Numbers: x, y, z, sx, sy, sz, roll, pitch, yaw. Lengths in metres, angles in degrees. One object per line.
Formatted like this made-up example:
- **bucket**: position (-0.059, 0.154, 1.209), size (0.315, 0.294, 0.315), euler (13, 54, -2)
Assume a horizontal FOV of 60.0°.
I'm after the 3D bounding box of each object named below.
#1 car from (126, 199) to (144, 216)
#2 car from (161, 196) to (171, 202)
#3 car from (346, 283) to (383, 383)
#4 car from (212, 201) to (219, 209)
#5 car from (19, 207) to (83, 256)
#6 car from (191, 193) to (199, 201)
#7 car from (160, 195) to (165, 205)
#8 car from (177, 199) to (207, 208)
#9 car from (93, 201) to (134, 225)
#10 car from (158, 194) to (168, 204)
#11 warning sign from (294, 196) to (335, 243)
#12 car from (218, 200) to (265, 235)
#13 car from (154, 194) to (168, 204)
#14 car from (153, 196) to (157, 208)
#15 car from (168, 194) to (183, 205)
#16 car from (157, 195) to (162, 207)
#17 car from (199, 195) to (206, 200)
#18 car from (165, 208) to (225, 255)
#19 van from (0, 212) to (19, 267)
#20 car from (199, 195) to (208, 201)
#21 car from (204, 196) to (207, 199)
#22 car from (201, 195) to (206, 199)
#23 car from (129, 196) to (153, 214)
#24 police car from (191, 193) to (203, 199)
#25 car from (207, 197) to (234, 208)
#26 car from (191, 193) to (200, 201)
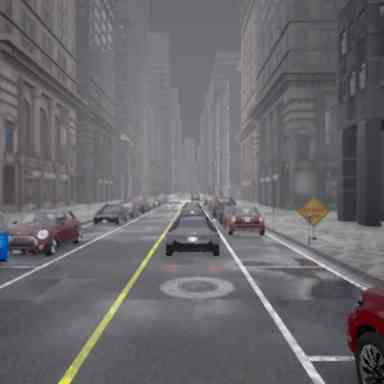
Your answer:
- **car**: position (-5.769, 1.575, 29.728), size (1.802, 1.307, 4.206), euler (0, 0, 0)
- **car**: position (-5.782, 1.531, 74.542), size (1.887, 1.381, 4.507), euler (0, 0, 0)
- **car**: position (2.766, 1.315, 1.723), size (2.192, 1.841, 5.009), euler (0, 0, 0)
- **car**: position (2.758, 1.560, 24.132), size (1.947, 1.339, 4.313), euler (0, 0, 0)
- **car**: position (-5.763, 1.437, 12.923), size (1.967, 1.590, 4.097), euler (0, 0, 0)
- **car**: position (0.873, 1.212, 89.865), size (2.150, 2.045, 5.566), euler (0, 0, 0)
- **car**: position (-5.775, 1.555, 52.135), size (1.947, 1.339, 4.313), euler (0, 0, 0)
- **car**: position (0.036, 1.558, 28.128), size (1.994, 1.385, 4.181), euler (0, 0, 1)
- **car**: position (-5.767, 1.560, 24.126), size (1.947, 1.339, 4.313), euler (0, 0, 0)
- **car**: position (-5.776, 1.429, 57.737), size (1.967, 1.590, 4.097), euler (0, 0, 0)
- **warning sign**: position (5.060, 1.112, 13.838), size (1.300, 1.860, 1.060), euler (0, 0, 0)
- **car**: position (2.761, 1.435, 18.530), size (1.967, 1.590, 4.097), euler (0, 0, 0)
- **car**: position (-5.778, 1.303, 63.339), size (2.192, 1.841, 5.009), euler (0, 0, 0)
- **car**: position (-5.772, 1.516, 40.762), size (1.752, 1.417, 4.829), euler (0, 0, 0)
- **car**: position (-3.074, 1.514, 58.135), size (1.812, 1.442, 4.674), euler (0, 0, 0)
- **car**: position (-5.774, 1.541, 46.533), size (2.008, 1.369, 4.403), euler (0, 0, 0)
- **car**: position (2.738, 1.512, 91.528), size (1.752, 1.417, 4.829), euler (0, 0, 0)
- **car**: position (0.044, 1.561, 13.247), size (1.994, 1.385, 4.181), euler (0, 0, 0)
- **van**: position (-5.761, 1.339, 7.321), size (1.690, 1.788, 3.998), euler (0, 0, 0)
- **car**: position (2.742, 1.427, 80.153), size (1.967, 1.590, 4.097), euler (0, 0, 0)
- **car**: position (2.753, 1.542, 40.939), size (2.008, 1.369, 4.403), euler (0, 0, 0)
- **car**: position (2.750, 1.534, 52.143), size (1.887, 1.381, 4.507), euler (0, 0, 0)
- **car**: position (-5.769, 1.307, 35.330), size (2.192, 1.841, 5.009), euler (0, 0, 0)
- **police car**: position (0.878, 1.412, 73.944), size (1.930, 1.638, 5.238), euler (0, 0, 0)
- **car**: position (2.758, 1.308, 29.734), size (2.192, 1.841, 5.009), euler (0, 0, 0)
- **car**: position (0.796, 1.210, 83.856), size (2.150, 2.045, 5.566), euler (0, 0, -1)
